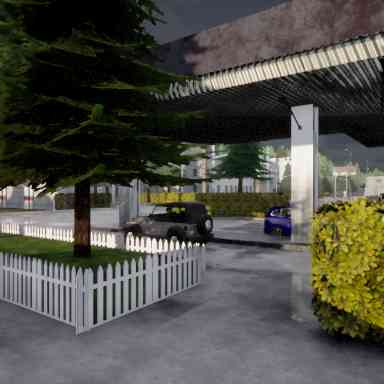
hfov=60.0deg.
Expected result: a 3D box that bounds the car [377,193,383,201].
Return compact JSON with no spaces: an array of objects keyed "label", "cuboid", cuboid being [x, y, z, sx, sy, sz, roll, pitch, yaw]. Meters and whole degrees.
[{"label":"car","cuboid":[25.773,1.077,43.521,1.905,1.878,3.866,0,0,35]}]

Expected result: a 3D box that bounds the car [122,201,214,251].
[{"label":"car","cuboid":[-0.981,1.313,13.836,3.866,1.878,1.905,0,0,35]}]

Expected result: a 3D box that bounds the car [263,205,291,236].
[{"label":"car","cuboid":[5.820,1.480,15.985,4.611,1.667,2.242,0,0,35]}]

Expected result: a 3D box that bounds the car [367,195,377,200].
[{"label":"car","cuboid":[33.036,1.298,60.262,2.007,1.523,4.514,0,0,35]}]
